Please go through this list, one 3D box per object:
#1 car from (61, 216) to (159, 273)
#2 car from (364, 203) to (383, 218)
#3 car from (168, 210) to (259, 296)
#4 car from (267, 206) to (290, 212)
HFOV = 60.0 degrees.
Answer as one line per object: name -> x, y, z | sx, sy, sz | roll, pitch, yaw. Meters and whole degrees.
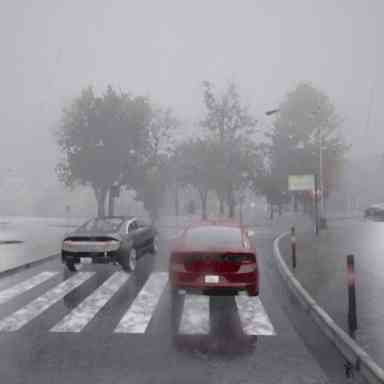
car -> -2.373, 1.517, 10.779 | 2.128, 1.511, 4.902 | -1, 0, 7
car -> 19.334, 1.903, 34.420 | 1.812, 1.442, 4.674 | -4, -3, 45
car -> 0.627, 1.468, 8.678 | 1.882, 1.535, 5.008 | -1, 0, 6
car -> 18.887, 3.870, 72.911 | 4.892, 1.490, 1.837 | -3, -5, 37
